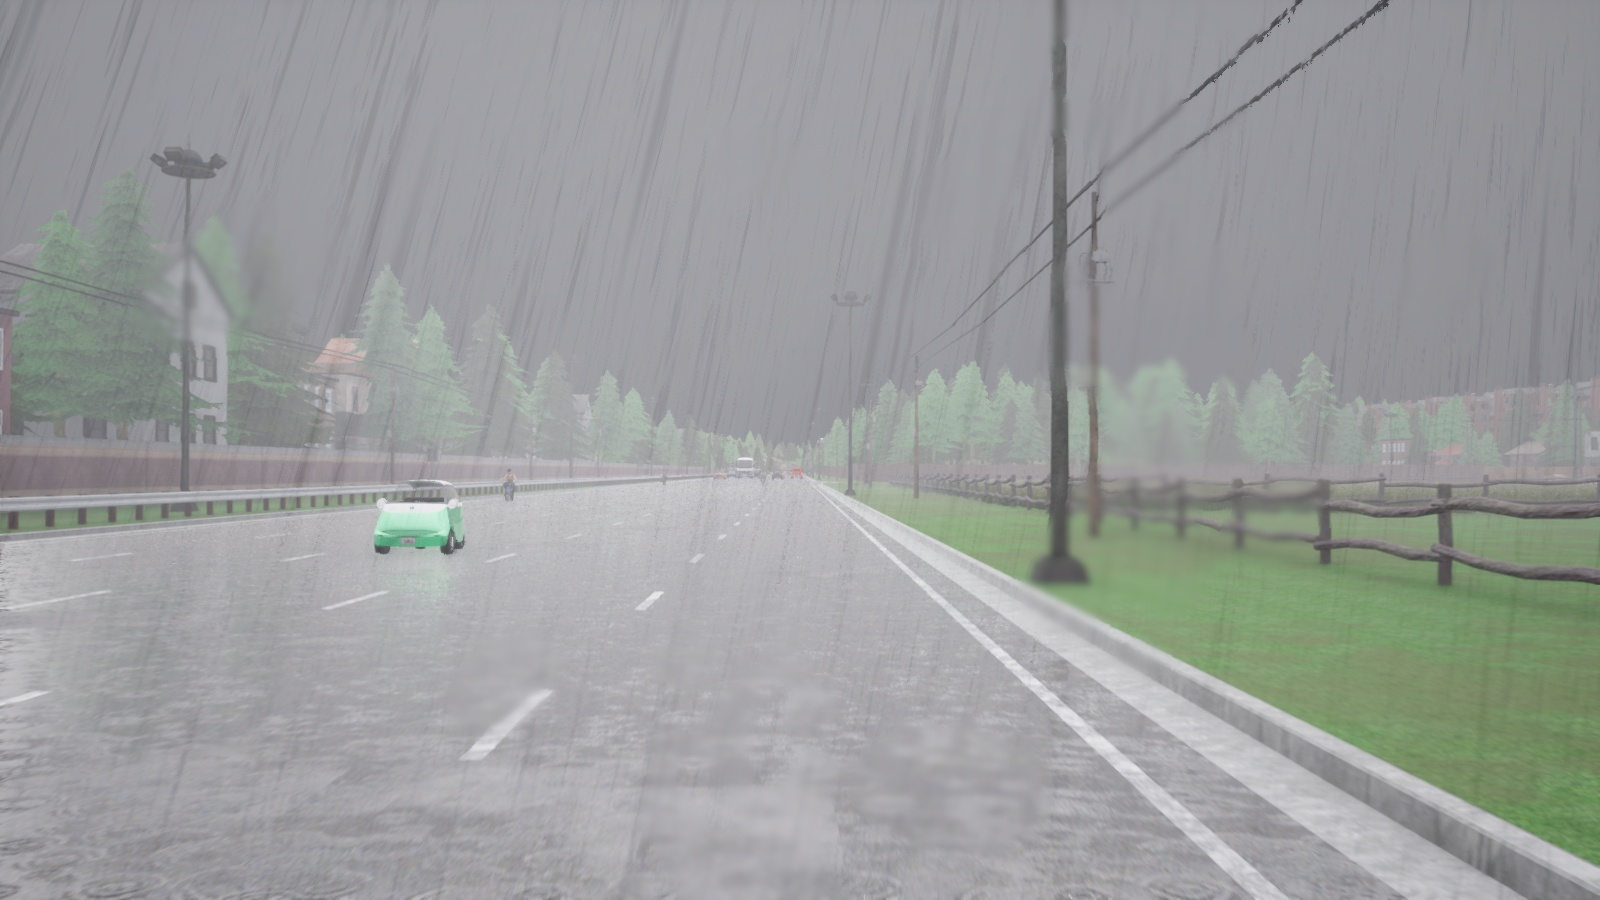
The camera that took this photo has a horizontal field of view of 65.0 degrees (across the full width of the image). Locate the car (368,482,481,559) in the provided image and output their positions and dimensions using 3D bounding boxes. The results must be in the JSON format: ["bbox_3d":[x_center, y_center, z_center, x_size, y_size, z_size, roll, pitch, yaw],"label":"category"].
[{"bbox_3d":[-7.057,1.295,23.748,1.481,1.376,2.207,0,-1,0],"label":"car"}]
